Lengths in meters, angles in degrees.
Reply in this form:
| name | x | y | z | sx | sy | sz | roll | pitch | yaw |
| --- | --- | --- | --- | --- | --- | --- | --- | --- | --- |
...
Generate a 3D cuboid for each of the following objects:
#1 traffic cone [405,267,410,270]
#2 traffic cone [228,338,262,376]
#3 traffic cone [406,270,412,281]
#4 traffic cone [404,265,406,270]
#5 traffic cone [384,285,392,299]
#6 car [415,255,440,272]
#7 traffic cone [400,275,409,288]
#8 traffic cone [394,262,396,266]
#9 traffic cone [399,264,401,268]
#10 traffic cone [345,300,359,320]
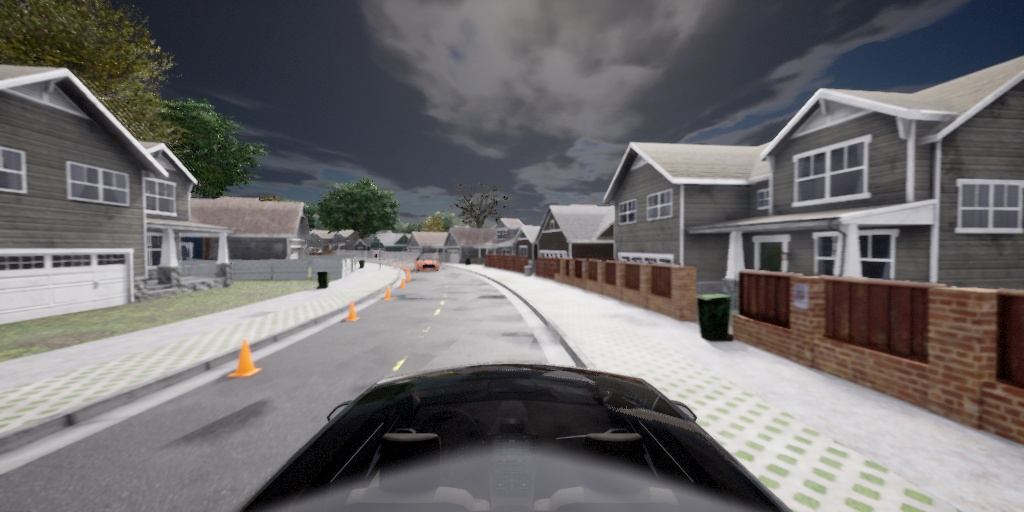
| name | x | y | z | sx | sy | sz | roll | pitch | yaw |
| --- | --- | --- | --- | --- | --- | --- | --- | --- | --- |
| traffic cone | -8.579 | 1.384 | 30.100 | 0.340 | 0.580 | 0.340 | 0 | 0 | -16 |
| traffic cone | -4.516 | 1.689 | 6.077 | 0.340 | 0.580 | 0.340 | 0 | 0 | -3 |
| traffic cone | -7.319 | 1.458 | 25.383 | 0.340 | 0.580 | 0.340 | 0 | 0 | -14 |
| traffic cone | -10.059 | 1.303 | 34.754 | 0.340 | 0.580 | 0.340 | 0 | 0 | -19 |
| traffic cone | -5.465 | 1.587 | 15.796 | 0.340 | 0.580 | 0.340 | 0 | 0 | -8 |
| car | -8.646 | 0.659 | 36.319 | 2.097 | 1.767 | 4.553 | -1 | 1 | -20 |
| traffic cone | -6.279 | 1.526 | 20.611 | 0.340 | 0.580 | 0.340 | 0 | 0 | -11 |
| traffic cone | -15.779 | 1.070 | 48.229 | 0.340 | 0.580 | 0.340 | 0 | 0 | -27 |
| traffic cone | -13.662 | 1.144 | 43.828 | 0.340 | 0.580 | 0.340 | 0 | 0 | -24 |
| traffic cone | -4.878 | 1.642 | 10.948 | 0.340 | 0.580 | 0.340 | 0 | 0 | -6 |
